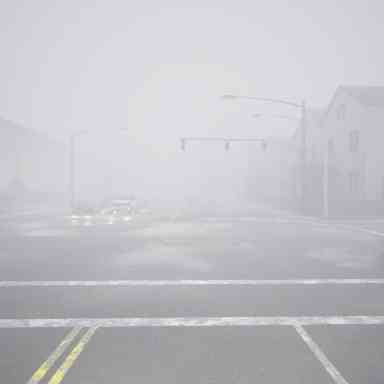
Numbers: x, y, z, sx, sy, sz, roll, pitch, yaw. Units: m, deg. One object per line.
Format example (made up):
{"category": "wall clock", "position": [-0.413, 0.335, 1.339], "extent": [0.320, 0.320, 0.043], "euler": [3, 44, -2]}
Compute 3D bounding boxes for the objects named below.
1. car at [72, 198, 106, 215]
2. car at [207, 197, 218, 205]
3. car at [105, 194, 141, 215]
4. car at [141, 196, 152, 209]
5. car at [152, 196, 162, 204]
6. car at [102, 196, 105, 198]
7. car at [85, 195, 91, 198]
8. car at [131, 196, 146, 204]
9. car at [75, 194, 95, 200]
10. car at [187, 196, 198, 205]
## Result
{"category": "car", "position": [-10.566, 1.564, 33.686], "extent": [1.994, 1.385, 4.181], "euler": [0, 0, 0]}
{"category": "car", "position": [3.558, 1.599, 58.695], "extent": [1.895, 1.301, 4.718], "euler": [0, 0, 0]}
{"category": "car", "position": [-7.066, 1.221, 34.714], "extent": [2.150, 2.045, 5.566], "euler": [0, 0, 0]}
{"category": "car", "position": [-7.053, 1.505, 45.739], "extent": [1.837, 1.490, 4.892], "euler": [0, 0, 0]}
{"category": "car", "position": [-6.977, 1.477, 64.865], "extent": [1.882, 1.535, 5.008], "euler": [0, 0, 0]}
{"category": "car", "position": [-10.556, 1.222, 44.098], "extent": [2.150, 2.045, 5.566], "euler": [0, 0, 0]}
{"category": "car", "position": [-28.095, 1.452, 84.419], "extent": [2.038, 1.542, 4.974], "euler": [0, 0, -36]}
{"category": "car", "position": [-10.468, 1.548, 65.164], "extent": [2.033, 1.411, 5.357], "euler": [0, 0, 0]}
{"category": "car", "position": [-28.880, 1.452, 89.786], "extent": [2.038, 1.542, 4.974], "euler": [0, 0, 29]}
{"category": "car", "position": [0.059, 1.491, 58.669], "extent": [2.128, 1.511, 4.902], "euler": [0, 0, 0]}
